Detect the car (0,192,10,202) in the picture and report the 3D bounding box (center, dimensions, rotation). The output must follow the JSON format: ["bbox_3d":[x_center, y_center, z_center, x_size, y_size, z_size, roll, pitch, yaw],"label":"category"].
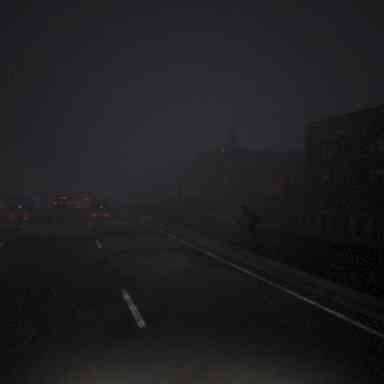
[{"bbox_3d":[-23.214,0.724,40.768,1.837,1.490,4.892,1,1,-20],"label":"car"}]

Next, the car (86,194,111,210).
[{"bbox_3d":[-9.530,1.144,34.182,1.895,1.301,4.718,1,0,-20],"label":"car"}]

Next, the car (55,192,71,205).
[{"bbox_3d":[-16.807,0.831,43.635,1.837,1.490,4.892,1,1,-20],"label":"car"}]

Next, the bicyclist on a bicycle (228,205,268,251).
[{"bbox_3d":[1.990,1.262,11.747,1.656,1.620,0.582,-2,1,-20],"label":"bicyclist on a bicycle"}]

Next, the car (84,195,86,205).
[{"bbox_3d":[-13.319,0.953,44.272,1.994,1.385,4.181,1,1,-20],"label":"car"}]

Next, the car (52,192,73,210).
[{"bbox_3d":[-12.814,1.034,32.978,2.033,1.411,5.357,1,0,-20],"label":"car"}]

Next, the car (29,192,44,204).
[{"bbox_3d":[-20.280,0.737,42.952,1.882,1.535,5.008,1,1,-20],"label":"car"}]

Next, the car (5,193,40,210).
[{"bbox_3d":[-16.139,1.029,31.876,1.895,1.301,4.718,1,0,-20],"label":"car"}]
